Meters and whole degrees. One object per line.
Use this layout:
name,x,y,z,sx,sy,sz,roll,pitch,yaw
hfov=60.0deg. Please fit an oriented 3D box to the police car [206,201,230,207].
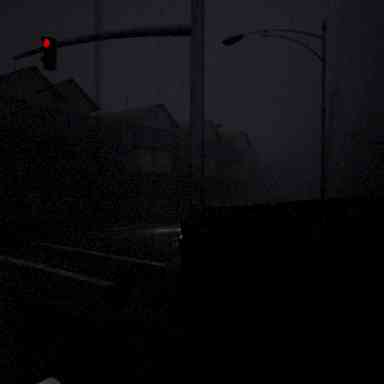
police car,1.443,1.486,23.490,1.930,1.638,5.238,1,0,35
